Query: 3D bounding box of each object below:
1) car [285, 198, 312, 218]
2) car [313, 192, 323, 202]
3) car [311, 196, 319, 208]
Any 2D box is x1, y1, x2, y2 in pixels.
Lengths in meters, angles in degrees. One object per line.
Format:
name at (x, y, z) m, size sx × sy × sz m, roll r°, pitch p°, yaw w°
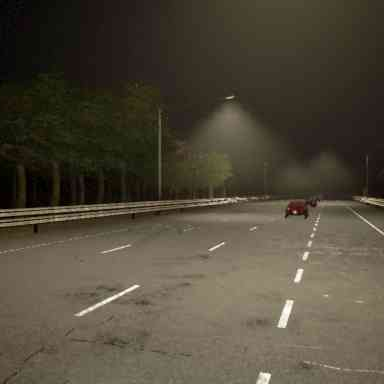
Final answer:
car at (9.503, 1.534, 29.872) m, size 1.812 × 1.442 × 4.674 m, roll 0°, pitch 0°, yaw 22°
car at (28.141, 1.456, 75.662) m, size 2.097 × 1.767 × 4.553 m, roll 0°, pitch 0°, yaw 22°
car at (17.804, 1.630, 50.260) m, size 1.895 × 1.301 × 4.718 m, roll 0°, pitch 0°, yaw 22°
